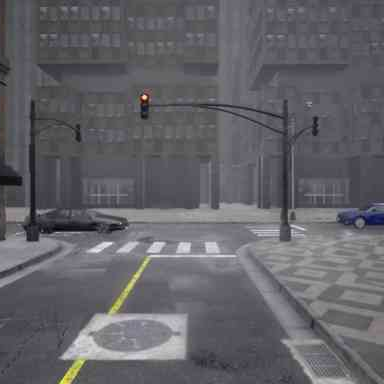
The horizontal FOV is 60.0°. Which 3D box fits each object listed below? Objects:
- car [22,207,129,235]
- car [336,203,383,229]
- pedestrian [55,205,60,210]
[{"bbox_3d":[-6.241,1.553,18.098,5.357,1.411,2.033,0,0,1],"label":"car"},{"bbox_3d":[11.810,1.458,21.085,5.008,1.535,1.882,0,0,1],"label":"car"},{"bbox_3d":[-9.819,1.532,24.377,0.500,1.100,0.500,0,0,1],"label":"pedestrian"}]
